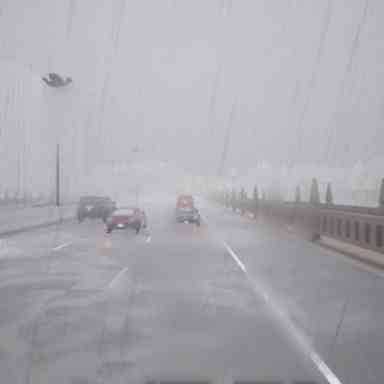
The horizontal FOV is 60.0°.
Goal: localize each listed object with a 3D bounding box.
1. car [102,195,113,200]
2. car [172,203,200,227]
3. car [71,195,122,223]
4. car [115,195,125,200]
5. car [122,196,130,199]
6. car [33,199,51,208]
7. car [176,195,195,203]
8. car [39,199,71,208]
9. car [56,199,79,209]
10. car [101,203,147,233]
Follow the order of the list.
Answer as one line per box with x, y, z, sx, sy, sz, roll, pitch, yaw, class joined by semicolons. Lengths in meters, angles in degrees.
-23.119;1.493;91.100;1.837;1.490;4.892;0;0;-1;car
-0.426;1.678;23.678;1.895;1.301;4.718;0;0;-1;car
-7.501;1.336;26.762;2.150;2.045;5.566;0;0;-1;car
-19.610;1.567;90.767;1.994;1.385;4.181;0;0;-1;car
-15.823;1.663;78.612;2.097;1.767;4.553;0;0;-1;car
-22.216;1.793;50.628;2.033;1.411;5.357;0;0;-1;car
-0.845;1.358;41.945;2.150;2.045;5.566;0;0;-1;car
-14.943;1.777;37.404;1.895;1.301;4.718;0;0;-1;car
-18.713;1.795;50.175;1.994;1.385;4.181;0;0;-1;car
-3.842;1.604;19.962;1.812;1.442;4.674;0;0;-1;car
